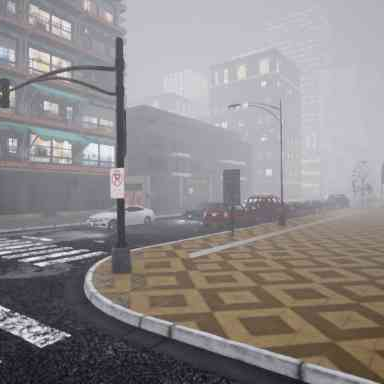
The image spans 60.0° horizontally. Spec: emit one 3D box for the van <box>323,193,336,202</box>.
[{"bbox_3d":[29.210,1.229,70.498,1.690,1.788,3.998,-1,0,36],"label":"van"}]

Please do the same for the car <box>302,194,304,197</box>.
[{"bbox_3d":[22.488,1.439,61.346,1.752,1.417,4.829,-1,0,36],"label":"car"}]

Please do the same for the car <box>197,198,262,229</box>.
[{"bbox_3d":[2.449,1.352,20.758,1.967,1.590,4.097,-1,0,36],"label":"car"}]

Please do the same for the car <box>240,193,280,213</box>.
[{"bbox_3d":[7.649,1.167,36.976,2.150,2.045,5.566,-1,0,36],"label":"car"}]

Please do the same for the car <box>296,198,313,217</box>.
[{"bbox_3d":[9.072,1.470,29.772,1.802,1.307,4.206,-1,0,36],"label":"car"}]

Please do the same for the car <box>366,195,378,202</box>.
[{"bbox_3d":[35.562,1.333,65.833,1.887,1.381,4.507,-1,0,36],"label":"car"}]

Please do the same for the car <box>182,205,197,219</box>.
[{"bbox_3d":[1.405,1.516,28.480,2.033,1.411,5.357,-1,0,36],"label":"car"}]

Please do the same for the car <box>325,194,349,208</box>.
[{"bbox_3d":[19.003,1.167,43.296,2.192,1.841,5.009,-1,0,36],"label":"car"}]

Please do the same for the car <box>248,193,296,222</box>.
[{"bbox_3d":[5.758,1.215,25.266,2.192,1.841,5.009,-1,0,36],"label":"car"}]

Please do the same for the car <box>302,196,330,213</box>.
[{"bbox_3d":[12.383,1.421,34.280,1.887,1.381,4.507,-1,0,36],"label":"car"}]

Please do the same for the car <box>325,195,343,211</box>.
[{"bbox_3d":[15.695,1.415,38.787,2.008,1.369,4.403,-1,0,36],"label":"car"}]

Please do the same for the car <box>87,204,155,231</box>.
[{"bbox_3d":[-4.294,1.515,20.727,1.812,1.442,4.674,-1,0,36],"label":"car"}]
